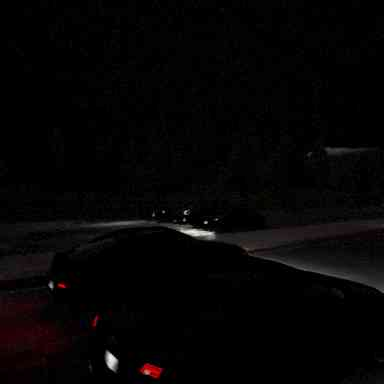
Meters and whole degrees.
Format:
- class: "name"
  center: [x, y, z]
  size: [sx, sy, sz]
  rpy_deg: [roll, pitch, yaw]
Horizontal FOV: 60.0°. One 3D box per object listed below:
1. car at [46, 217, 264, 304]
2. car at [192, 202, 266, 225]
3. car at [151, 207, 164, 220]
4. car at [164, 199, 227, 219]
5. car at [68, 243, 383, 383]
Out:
- class: "car"
  center: [-0.729, 1.512, 7.483]
  size: [4.674, 1.442, 1.812]
  rpy_deg: [0, 0, -36]
- class: "car"
  center: [2.412, 1.518, 19.778]
  size: [4.181, 1.385, 1.994]
  rpy_deg: [0, 0, -35]
- class: "car"
  center: [-0.831, 1.440, 26.057]
  size: [4.902, 1.511, 2.128]
  rpy_deg: [0, 0, -35]
- class: "car"
  center: [0.752, 1.304, 22.889]
  size: [4.553, 1.767, 2.097]
  rpy_deg: [0, 0, -35]
- class: "car"
  center: [0.863, 1.553, 4.308]
  size: [4.181, 1.385, 1.994]
  rpy_deg: [0, 0, -36]
